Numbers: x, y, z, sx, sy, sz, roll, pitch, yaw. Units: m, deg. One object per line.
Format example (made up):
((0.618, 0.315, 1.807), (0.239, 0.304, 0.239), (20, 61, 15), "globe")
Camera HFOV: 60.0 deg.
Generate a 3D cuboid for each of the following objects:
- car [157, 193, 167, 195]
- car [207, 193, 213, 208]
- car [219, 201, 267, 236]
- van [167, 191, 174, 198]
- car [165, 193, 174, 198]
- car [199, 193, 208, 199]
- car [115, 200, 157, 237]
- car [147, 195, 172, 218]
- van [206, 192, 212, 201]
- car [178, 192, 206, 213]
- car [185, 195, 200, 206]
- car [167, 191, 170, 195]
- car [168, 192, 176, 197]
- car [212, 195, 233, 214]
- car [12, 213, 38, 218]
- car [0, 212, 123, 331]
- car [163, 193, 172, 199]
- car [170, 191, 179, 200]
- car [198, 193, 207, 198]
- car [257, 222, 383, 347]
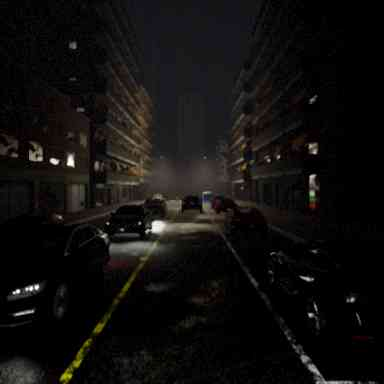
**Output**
((-5.708, 1.066, 55.803), (1.752, 1.417, 4.829), (0, 0, 0), "car")
((3.133, 1.158, 38.295), (1.882, 1.535, 5.008), (0, 0, 0), "car")
((2.680, 1.398, 17.299), (1.887, 1.381, 4.507), (0, 0, 0), "car")
((-5.716, 0.623, 89.112), (1.690, 1.788, 3.998), (-1, 0, 0), "van")
((-5.713, 0.869, 83.590), (1.887, 1.381, 4.507), (0, 0, 0), "car")
((2.669, 0.918, 78.055), (2.008, 1.369, 4.403), (-1, 0, 0), "car")
((-3.091, 1.381, 17.073), (1.812, 1.442, 4.674), (0, 0, 0), "car")
((-3.066, 1.262, 27.344), (2.128, 1.511, 4.902), (0, 1, 0), "car")
((2.671, 0.881, 55.961), (1.690, 1.788, 3.998), (-1, 0, 0), "van")
((0.012, 1.072, 33.419), (2.097, 1.767, 4.553), (0, 0, 0), "car")
((0.047, 1.183, 46.088), (1.994, 1.385, 4.181), (0, 1, 0), "car")
((-5.711, 0.976, 72.543), (1.947, 1.339, 4.313), (0, 0, 0), "car")
((-5.716, 0.680, 94.636), (1.967, 1.590, 4.097), (-1, 0, 0), "car")
((3.143, 1.263, 31.296), (1.812, 1.442, 4.674), (0, 0, 0), "car")
((-5.700, 1.465, 11.787), (1.947, 1.339, 4.313), (0, 0, 0), "car")
((-3.100, 1.430, 7.090), (2.128, 1.511, 4.902), (0, 0, 0), "car")
((-5.712, 0.911, 78.066), (1.887, 1.381, 4.507), (0, 0, 0), "car")
((-3.013, 0.989, 68.351), (1.812, 1.442, 4.674), (0, 0, 0), "car")
((2.668, 0.875, 83.578), (2.008, 1.369, 4.403), (-1, 0, 0), "car")
((2.682, 1.512, 6.253), (1.947, 1.339, 4.313), (0, 0, 0), "car")
